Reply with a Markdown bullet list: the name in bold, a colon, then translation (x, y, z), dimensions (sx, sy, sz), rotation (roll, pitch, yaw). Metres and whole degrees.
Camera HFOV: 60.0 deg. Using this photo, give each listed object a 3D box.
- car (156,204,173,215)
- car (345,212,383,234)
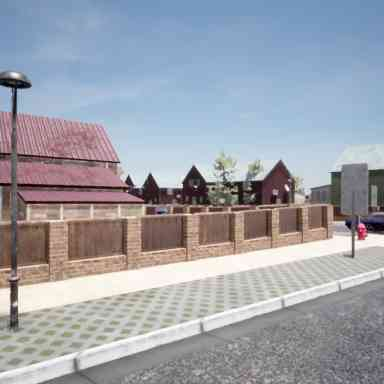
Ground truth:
- **car**: translation (-2.781, 2.186, 37.603), dimensions (2.097, 1.767, 4.553), rotation (1, -2, -36)
- **car**: translation (11.140, 1.770, 18.281), dimensions (1.895, 1.301, 4.718), rotation (1, -3, -36)
